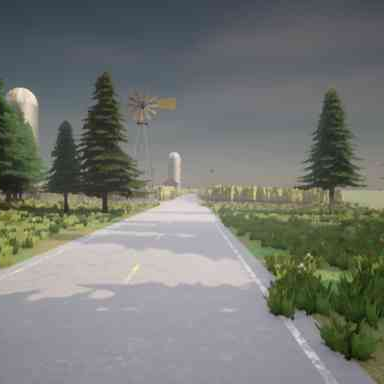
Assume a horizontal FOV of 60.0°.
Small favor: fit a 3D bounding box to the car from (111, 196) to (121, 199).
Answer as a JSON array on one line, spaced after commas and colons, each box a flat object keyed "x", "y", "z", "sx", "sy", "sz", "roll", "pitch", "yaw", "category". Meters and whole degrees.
[{"x": -17.222, "y": 1.172, "z": 73.586, "sx": 1.905, "sy": 1.878, "sz": 3.866, "roll": 0, "pitch": 0, "yaw": -31, "category": "car"}]
